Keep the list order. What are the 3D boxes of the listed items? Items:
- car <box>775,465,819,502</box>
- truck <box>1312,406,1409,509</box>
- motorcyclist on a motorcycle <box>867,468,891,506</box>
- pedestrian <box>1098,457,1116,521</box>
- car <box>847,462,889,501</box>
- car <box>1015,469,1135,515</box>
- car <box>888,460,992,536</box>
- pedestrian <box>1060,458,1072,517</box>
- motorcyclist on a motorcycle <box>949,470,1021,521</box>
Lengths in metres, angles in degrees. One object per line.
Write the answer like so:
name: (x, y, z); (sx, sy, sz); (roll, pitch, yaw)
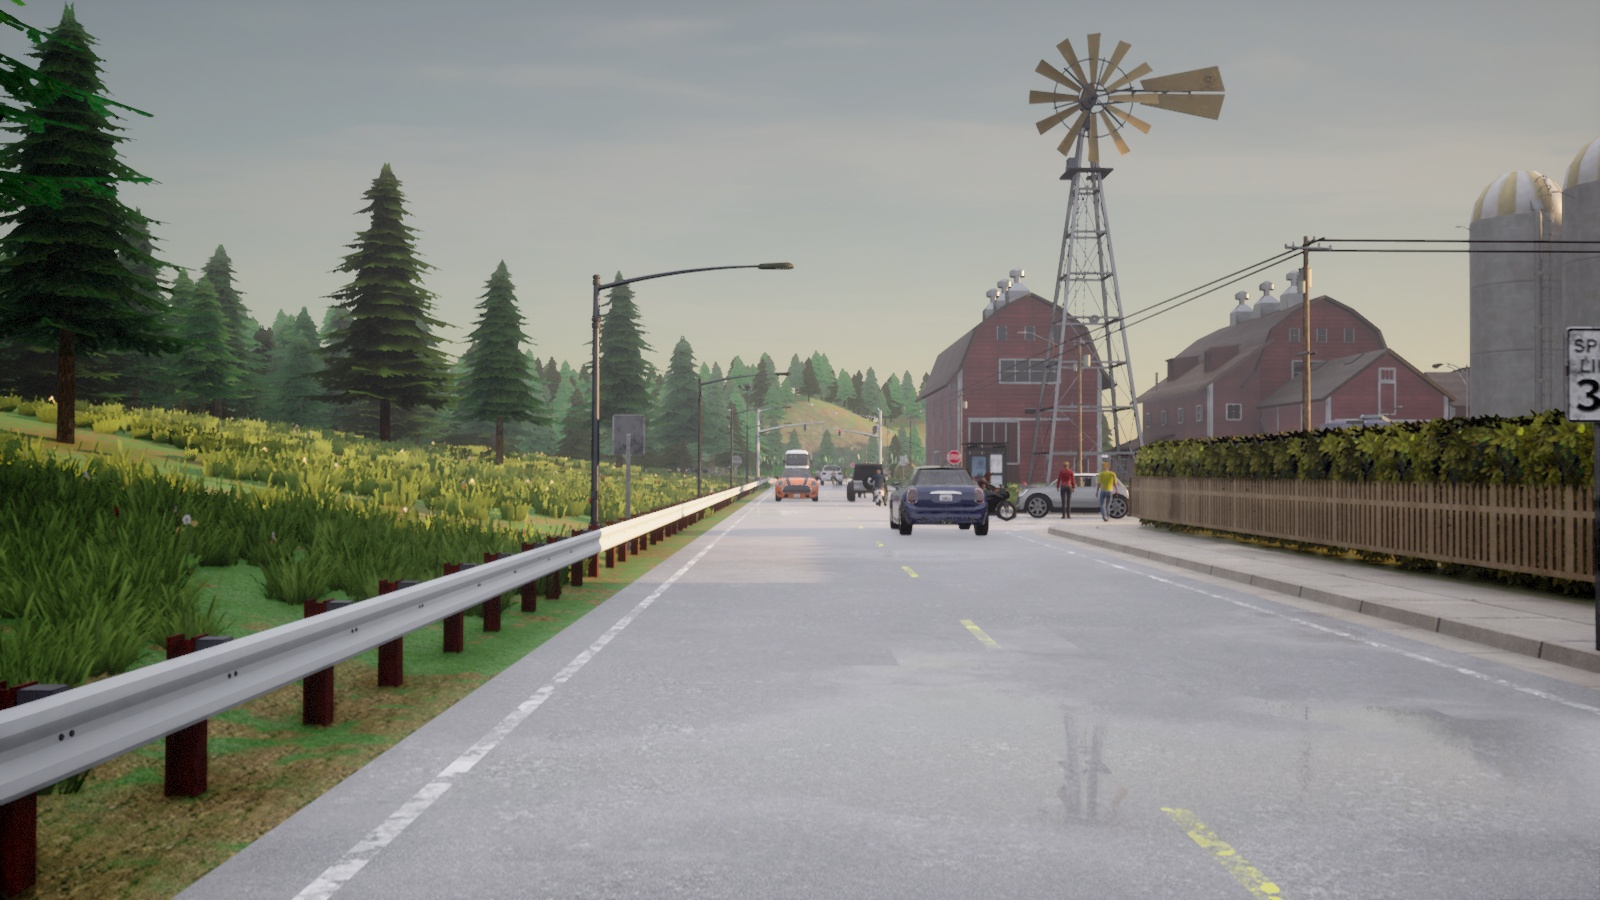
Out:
car: (-0.142, 1.635, 62.014); (2.097, 1.767, 4.553); (0, -1, 0)
truck: (22.986, 0.352, 51.249); (2.891, 3.827, 8.468); (-1, -1, 29)
motorcyclist on a motorcycle: (3.416, 1.598, 54.440); (0.866, 1.590, 1.817); (0, -1, -1)
pedestrian: (8.858, 1.126, 36.272); (0.354, 1.836, 0.706); (0, -1, 1)
car: (3.359, 1.569, 62.670); (1.905, 1.878, 3.866); (0, -1, 0)
car: (9.104, 1.392, 41.858); (3.806, 1.475, 1.970); (0, -1, 10)
car: (3.428, 1.148, 31.572); (2.097, 1.767, 4.553); (0, -1, 0)
pedestrian: (8.404, 1.180, 39.631); (0.331, 1.846, 0.636); (0, -1, 14)
motorcyclist on a motorcycle: (5.649, 1.369, 38.388); (2.044, 1.523, 0.797); (-1, -1, 22)
